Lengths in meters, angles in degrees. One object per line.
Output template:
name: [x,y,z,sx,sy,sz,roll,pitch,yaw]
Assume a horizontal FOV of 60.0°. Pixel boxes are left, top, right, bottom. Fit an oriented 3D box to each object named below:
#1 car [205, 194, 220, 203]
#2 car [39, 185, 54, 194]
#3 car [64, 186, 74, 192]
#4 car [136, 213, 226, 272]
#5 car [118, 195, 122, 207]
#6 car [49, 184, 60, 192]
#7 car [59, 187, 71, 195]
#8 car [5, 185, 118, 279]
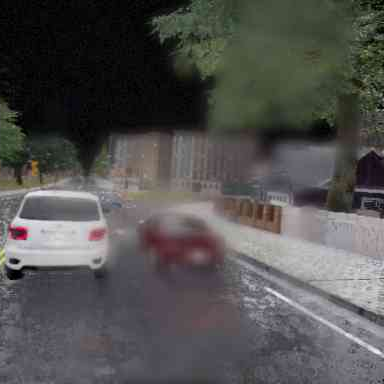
car: [4.332,1.225,62.473,1.837,1.490,4.892,4,1,36]
car: [-27.082,-0.520,62.030,1.882,1.535,5.008,4,1,-17]
car: [-28.738,-0.711,78.066,1.895,1.301,4.718,4,1,-18]
car: [-0.561,1.408,10.676,1.882,1.535,5.008,4,0,-17]
car: [-8.778,0.866,36.372,2.033,1.411,5.357,3,0,-18]
car: [-31.836,-0.958,77.114,2.033,1.411,5.357,4,1,-18]
car: [-23.988,-0.209,62.990,1.895,1.301,4.718,4,1,-17]
car: [-3.518,0.970,9.313,2.150,2.045,5.566,4,0,-17]
